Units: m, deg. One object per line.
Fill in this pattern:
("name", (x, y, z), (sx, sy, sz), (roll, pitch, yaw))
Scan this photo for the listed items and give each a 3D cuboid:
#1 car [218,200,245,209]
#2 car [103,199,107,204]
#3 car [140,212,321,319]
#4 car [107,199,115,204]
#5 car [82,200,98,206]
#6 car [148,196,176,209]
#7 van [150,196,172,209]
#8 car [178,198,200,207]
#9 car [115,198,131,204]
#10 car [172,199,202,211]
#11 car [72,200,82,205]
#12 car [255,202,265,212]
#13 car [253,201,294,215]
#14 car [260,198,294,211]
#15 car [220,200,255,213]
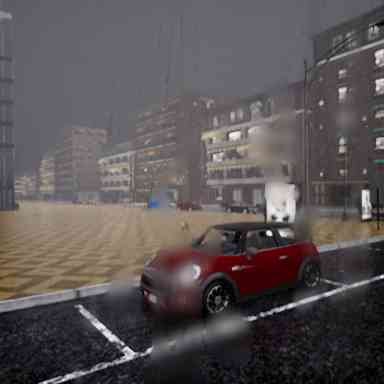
("car", (6.097, 1.892, 52.067), (1.802, 1.307, 4.206), (-2, 0, -36))
("car", (-23.393, 2.595, 92.596), (1.887, 1.381, 4.507), (-2, 0, -36))
("car", (0.916, 1.411, 7.226), (4.097, 1.590, 1.967), (0, 0, -36))
("car", (-20.123, 2.534, 88.088), (1.947, 1.339, 4.313), (-2, 0, -36))
("car", (-23.637, 2.549, 78.660), (2.008, 1.369, 4.403), (-2, 0, -36))
("car", (-5.287, 1.782, 57.924), (2.150, 2.045, 5.566), (-1, -1, -36))
("van", (-5.330, 1.880, 53.358), (1.690, 1.788, 3.998), (-2, 0, -36))
("car", (-0.506, 1.915, 61.039), (1.967, 1.590, 4.097), (-2, 0, -36))
("car", (-16.857, 2.326, 83.579), (1.967, 1.590, 4.097), (-2, 0, -36))
("car", (-0.402, 1.960, 46.477), (1.887, 1.381, 4.507), (-2, 0, -36))
("car", (-30.176, 2.708, 87.677), (1.887, 1.381, 4.507), (-2, 0, -36))
("car", (8.953, 1.732, 33.499), (2.008, 1.369, 4.403), (-2, 0, -36))
("car", (9.209, 1.757, 37.797), (1.994, 1.385, 4.181), (-1, 0, -36))
("car", (11.360, 1.619, 44.889), (1.967, 1.590, 4.097), (-2, 0, -36))
("car", (5.684, 1.813, 38.007), (2.008, 1.369, 4.403), (-2, 0, -36))
